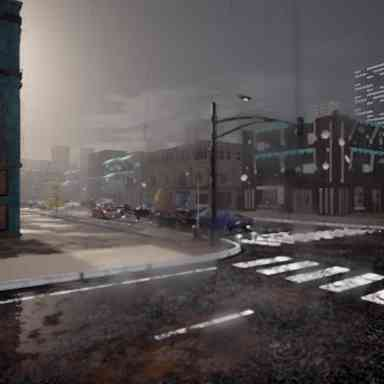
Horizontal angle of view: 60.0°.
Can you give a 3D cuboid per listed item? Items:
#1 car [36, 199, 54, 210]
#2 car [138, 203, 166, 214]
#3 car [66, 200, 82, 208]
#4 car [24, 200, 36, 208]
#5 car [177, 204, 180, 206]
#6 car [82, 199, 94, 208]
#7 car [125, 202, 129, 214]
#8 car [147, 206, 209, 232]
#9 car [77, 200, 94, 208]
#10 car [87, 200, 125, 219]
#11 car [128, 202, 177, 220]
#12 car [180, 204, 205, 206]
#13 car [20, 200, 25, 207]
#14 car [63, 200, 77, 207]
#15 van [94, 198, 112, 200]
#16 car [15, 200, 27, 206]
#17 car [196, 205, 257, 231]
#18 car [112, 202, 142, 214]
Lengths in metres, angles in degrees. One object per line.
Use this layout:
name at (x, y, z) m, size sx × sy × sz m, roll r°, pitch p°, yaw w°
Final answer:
car at (-24.923, 2.342, 57.120) m, size 1.752 × 1.417 × 4.829 m, roll -1°, pitch 0°, yaw -35°
car at (-5.370, 2.151, 44.058) m, size 1.802 × 1.307 × 4.206 m, roll -1°, pitch 0°, yaw -35°
car at (-23.037, 2.387, 64.485) m, size 1.812 × 1.442 × 4.674 m, roll 0°, pitch -1°, yaw -35°
car at (-31.431, 2.485, 66.285) m, size 2.008 × 1.369 × 4.403 m, roll -1°, pitch 0°, yaw -35°
car at (-2.166, 2.089, 39.546) m, size 1.802 × 1.307 × 4.206 m, roll -1°, pitch 0°, yaw -35°
car at (-18.193, 2.124, 62.112) m, size 2.192 × 1.841 × 5.009 m, roll -1°, pitch 0°, yaw -35°
car at (-9.876, 2.063, 40.432) m, size 2.128 × 1.511 × 4.902 m, roll 0°, pitch -1°, yaw -35°
car at (-1.064, 1.925, 23.308) m, size 1.947 × 1.339 × 4.313 m, roll -1°, pitch 0°, yaw -35°
car at (-21.394, 2.411, 66.624) m, size 1.887 × 1.381 × 4.507 m, roll -1°, pitch 0°, yaw -35°
car at (-9.001, 1.957, 34.693) m, size 1.967 × 1.590 × 4.097 m, roll -1°, pitch 0°, yaw -35°
car at (-3.875, 1.946, 31.966) m, size 2.128 × 1.511 × 4.902 m, roll 0°, pitch -1°, yaw -35°
car at (1.038, 1.995, 35.032) m, size 2.008 × 1.369 × 4.403 m, roll -1°, pitch 0°, yaw -35°
car at (-37.842, 2.488, 75.311) m, size 1.967 × 1.590 × 4.097 m, roll -1°, pitch 0°, yaw -35°
car at (-27.803, 2.547, 75.651) m, size 1.947 × 1.339 × 4.313 m, roll -1°, pitch 0°, yaw -35°
van at (-14.988, 2.091, 57.599) m, size 1.690 × 1.788 × 3.998 m, roll -1°, pitch 0°, yaw -35°
car at (-41.044, 2.656, 79.824) m, size 2.008 × 1.369 × 4.403 m, roll -1°, pitch 0°, yaw -35°
car at (2.104, 1.884, 23.504) m, size 2.033 × 1.411 × 5.357 m, roll 0°, pitch -1°, yaw -34°
car at (-8.776, 2.088, 44.394) m, size 2.128 × 1.511 × 4.902 m, roll 0°, pitch -1°, yaw -35°
